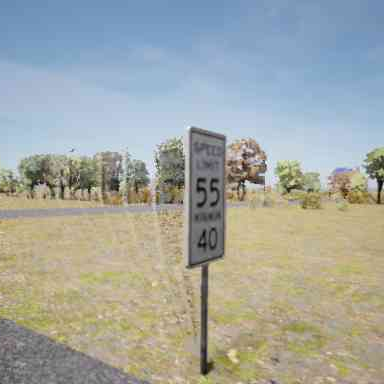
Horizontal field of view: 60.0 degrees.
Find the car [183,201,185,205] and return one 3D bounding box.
[{"bbox_3d":[0.014,2.314,74.257,1.895,1.301,4.718,1,0,36],"label":"car"}]
